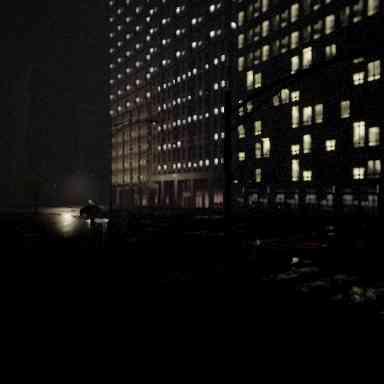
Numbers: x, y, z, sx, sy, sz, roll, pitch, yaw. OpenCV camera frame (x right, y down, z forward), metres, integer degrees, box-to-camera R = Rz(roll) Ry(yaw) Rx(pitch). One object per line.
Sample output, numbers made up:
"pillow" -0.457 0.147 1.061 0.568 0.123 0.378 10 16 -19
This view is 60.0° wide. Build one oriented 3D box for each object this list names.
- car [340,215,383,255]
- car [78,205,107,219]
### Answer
"car" 7.751 1.604 11.641 1.837 1.490 4.892 0 0 -37
"car" -11.123 2.184 37.038 1.812 1.442 4.674 0 -1 -37
